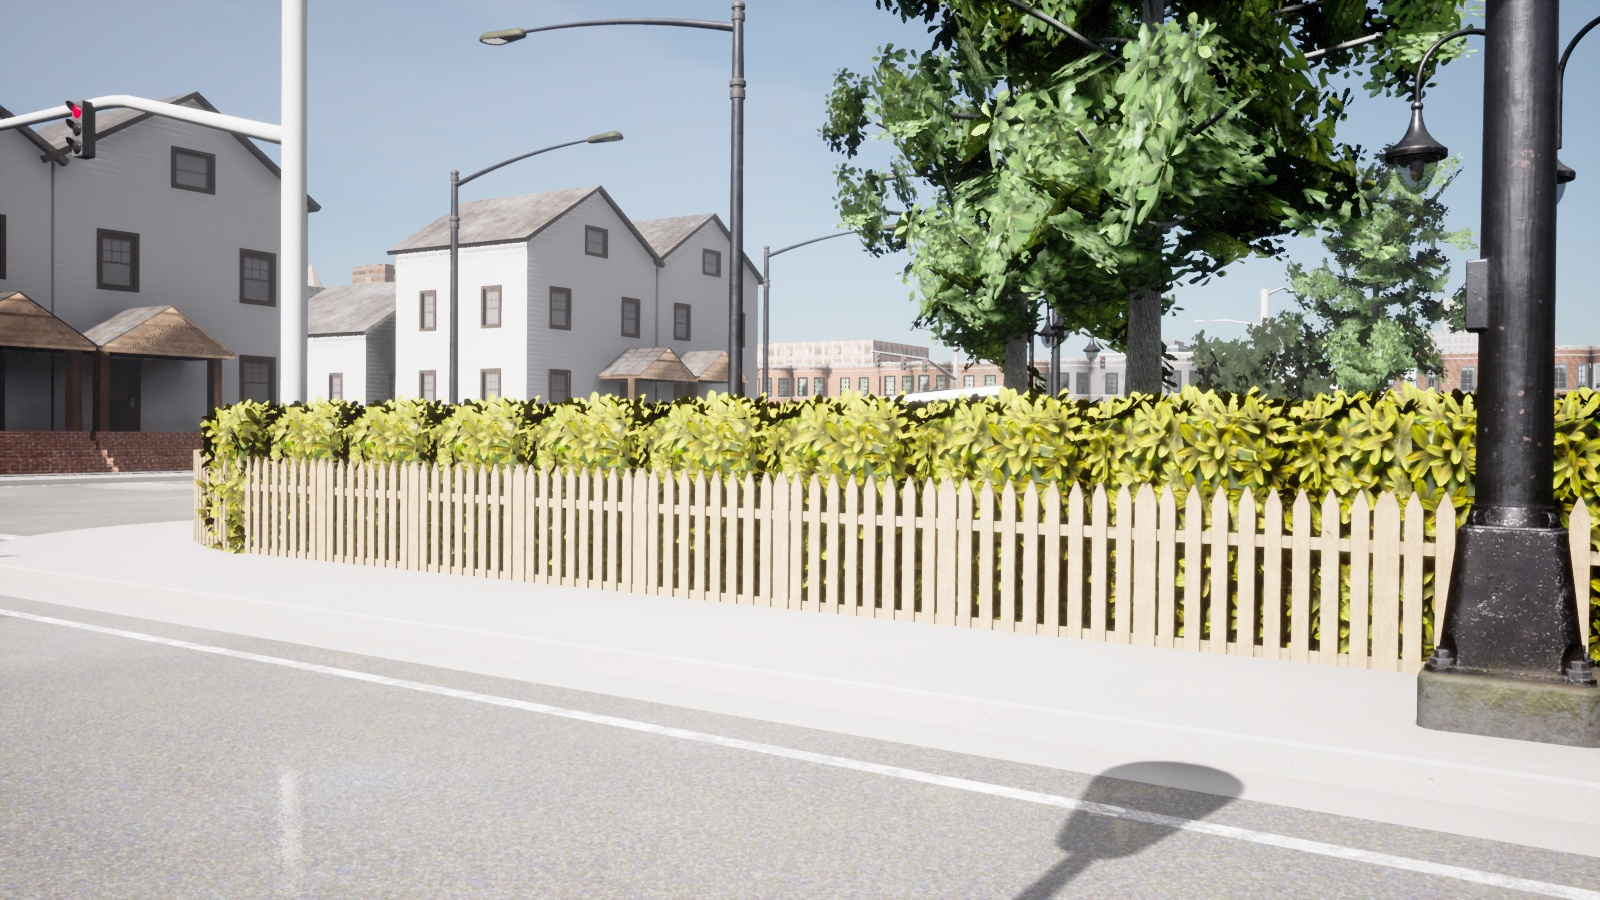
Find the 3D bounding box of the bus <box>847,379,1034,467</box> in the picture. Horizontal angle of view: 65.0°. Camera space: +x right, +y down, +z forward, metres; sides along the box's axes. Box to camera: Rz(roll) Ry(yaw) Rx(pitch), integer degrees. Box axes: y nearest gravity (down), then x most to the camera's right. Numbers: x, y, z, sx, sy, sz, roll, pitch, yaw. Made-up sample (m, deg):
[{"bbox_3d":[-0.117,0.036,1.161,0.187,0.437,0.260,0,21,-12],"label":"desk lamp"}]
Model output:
[{"bbox_3d":[8.445,-1.542,76.151,10.273,4.253,3.944,-6,-2,33],"label":"bus"}]
